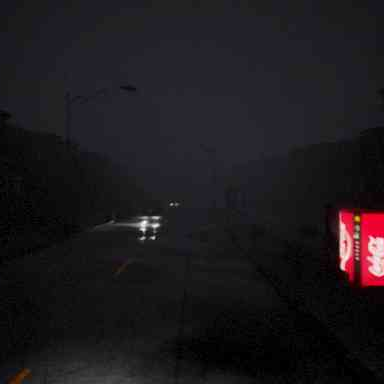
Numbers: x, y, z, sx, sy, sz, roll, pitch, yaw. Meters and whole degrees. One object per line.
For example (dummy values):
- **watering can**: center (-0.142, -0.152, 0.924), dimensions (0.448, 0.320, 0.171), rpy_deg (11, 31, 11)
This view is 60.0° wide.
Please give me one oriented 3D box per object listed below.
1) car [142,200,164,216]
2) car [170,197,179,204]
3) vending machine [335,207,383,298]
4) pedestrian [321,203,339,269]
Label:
- **car**: center (-4.046, 1.631, 34.989), dimensions (2.128, 1.511, 4.902), rpy_deg (0, 0, 0)
- **car**: center (-3.897, 1.910, 74.617), dimensions (2.128, 1.511, 4.902), rpy_deg (0, 0, 0)
- **vending machine**: center (4.299, 1.449, 8.291), dimensions (1.100, 2.100, 0.880), rpy_deg (0, 0, 0)
- **pedestrian**: center (3.895, 1.227, 9.342), dimensions (0.375, 1.860, 0.375), rpy_deg (0, 0, 0)
